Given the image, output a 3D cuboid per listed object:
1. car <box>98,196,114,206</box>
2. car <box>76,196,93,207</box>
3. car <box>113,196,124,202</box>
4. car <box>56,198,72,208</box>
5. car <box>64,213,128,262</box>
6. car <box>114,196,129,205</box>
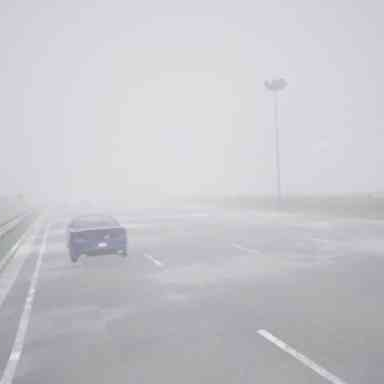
[{"bbox_3d":[-16.484,1.894,62.213,1.895,1.301,4.718,-2,0,-22],"label":"car"},{"bbox_3d":[-19.594,1.916,60.570,2.128,1.511,4.902,-2,0,-22],"label":"car"},{"bbox_3d":[-19.515,1.821,87.841,1.994,1.385,4.181,-2,0,-22],"label":"car"},{"bbox_3d":[-22.517,2.150,58.497,1.895,1.301,4.718,-2,0,-22],"label":"car"},{"bbox_3d":[-3.795,1.552,12.847,1.882,1.535,5.008,-2,0,-23],"label":"car"},{"bbox_3d":[-13.313,1.725,63.696,1.994,1.385,4.181,-2,0,-22],"label":"car"}]
